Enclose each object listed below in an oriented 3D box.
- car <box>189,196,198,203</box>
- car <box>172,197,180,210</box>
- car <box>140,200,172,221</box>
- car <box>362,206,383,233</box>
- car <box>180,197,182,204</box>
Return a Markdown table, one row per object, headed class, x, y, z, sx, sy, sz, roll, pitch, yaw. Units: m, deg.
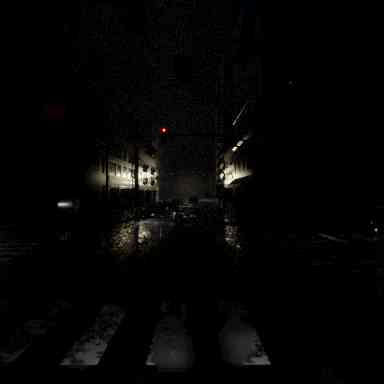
| class | x | y | z | sx | sy | sz | roll | pitch | yaw |
| --- | --- | --- | --- | --- | --- | --- | --- | --- | --- |
| car | 0.297 | 1.546 | 71.084 | 1.882 | 1.535 | 5.008 | 0 | 0 | 0 |
| car | -2.962 | 1.619 | 42.338 | 1.895 | 1.301 | 4.718 | 0 | 0 | 0 |
| car | -3.012 | 1.567 | 27.469 | 1.994 | 1.385 | 4.181 | 0 | 0 | 1 |
| car | 11.369 | 1.383 | 15.707 | 5.357 | 1.411 | 2.033 | -1 | 0 | 0 |
| car | -2.822 | 1.652 | 62.762 | 1.895 | 1.301 | 4.718 | 0 | 0 | 1 |
